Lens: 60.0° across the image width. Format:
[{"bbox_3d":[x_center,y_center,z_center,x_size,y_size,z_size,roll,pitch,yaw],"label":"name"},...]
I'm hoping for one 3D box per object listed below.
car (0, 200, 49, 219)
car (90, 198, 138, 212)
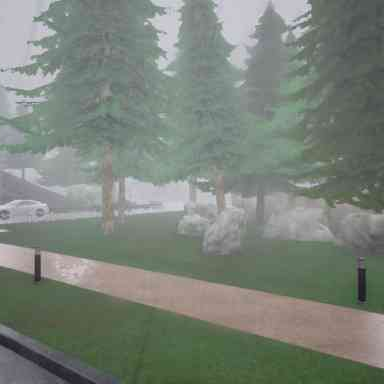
[{"bbox_3d":[-14.179,1.363,27.340,1.812,1.442,4.674,0,0,35],"label":"car"},{"bbox_3d":[-8.201,1.385,35.671,2.033,1.411,5.357,0,0,36],"label":"car"}]
